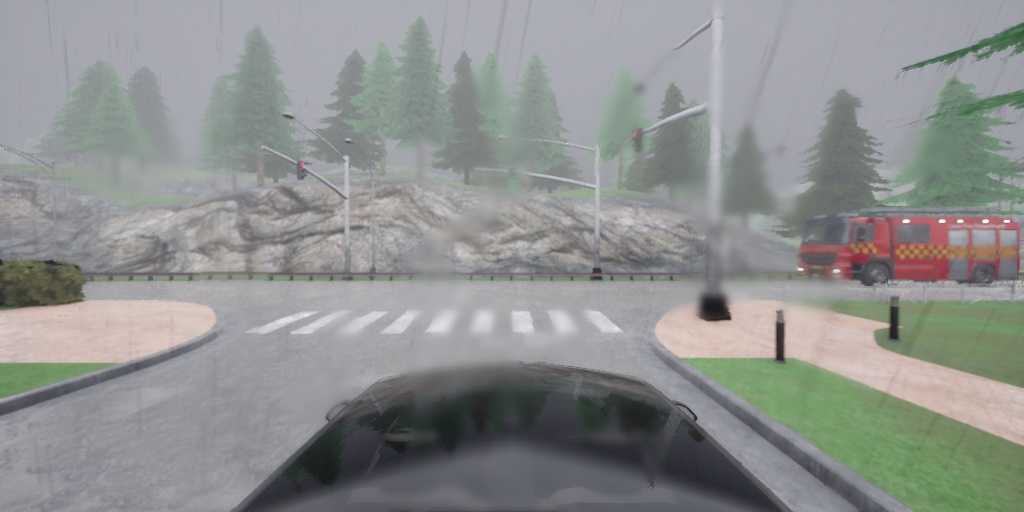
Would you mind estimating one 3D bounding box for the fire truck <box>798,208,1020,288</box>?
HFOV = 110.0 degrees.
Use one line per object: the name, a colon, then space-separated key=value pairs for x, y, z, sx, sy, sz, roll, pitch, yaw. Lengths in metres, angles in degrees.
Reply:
fire truck: x=19.805 y=-0.416 z=18.255 sx=8.468 sy=3.827 sz=2.891 roll=0 pitch=1 yaw=0
